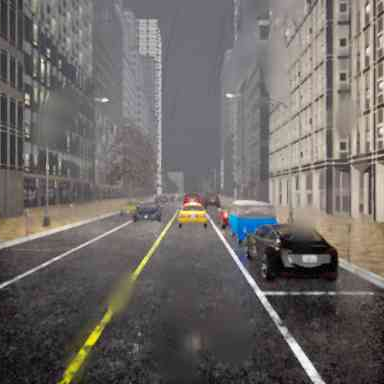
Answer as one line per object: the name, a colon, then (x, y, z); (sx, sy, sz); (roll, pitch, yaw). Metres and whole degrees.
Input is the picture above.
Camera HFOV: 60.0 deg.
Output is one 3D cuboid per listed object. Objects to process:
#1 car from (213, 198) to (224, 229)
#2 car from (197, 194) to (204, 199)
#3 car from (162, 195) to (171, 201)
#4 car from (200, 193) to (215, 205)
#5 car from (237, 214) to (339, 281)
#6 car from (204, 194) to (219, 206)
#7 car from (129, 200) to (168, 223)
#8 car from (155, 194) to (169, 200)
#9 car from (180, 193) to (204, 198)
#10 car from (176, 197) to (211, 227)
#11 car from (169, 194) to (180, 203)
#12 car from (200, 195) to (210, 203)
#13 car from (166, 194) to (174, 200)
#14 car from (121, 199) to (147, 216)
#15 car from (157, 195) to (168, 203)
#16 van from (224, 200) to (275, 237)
car: (2.647, 1.398, 21.019); (1.967, 1.590, 4.097); (0, 0, 0)
car: (2.485, 1.306, 95.017); (1.947, 1.339, 4.313); (0, 0, 0)
car: (-5.858, 1.379, 77.934); (1.802, 1.307, 4.206); (0, 0, 0)
car: (2.573, 1.184, 55.172); (2.192, 1.841, 5.009); (0, 0, 0)
car: (2.671, 1.548, 9.634); (1.947, 1.339, 4.313); (0, 0, 0)
car: (2.598, 1.216, 43.787); (2.192, 1.841, 5.009); (0, 0, 0)
car: (-3.154, 1.512, 24.898); (1.994, 1.385, 4.181); (0, 0, 0)
car: (-5.821, 1.403, 60.858); (2.008, 1.369, 4.403); (0, 0, 0)
car: (0.011, 1.133, 39.999); (2.150, 2.045, 5.566); (0, 0, 0)
car: (0.050, 1.413, 22.526); (1.801, 1.575, 5.366); (0, 0, 0)
car: (-3.155, 1.346, 66.194); (2.128, 1.511, 4.902); (0, 0, 0)
car: (2.547, 1.360, 66.726); (1.752, 1.417, 4.829); (0, 0, 0)
car: (-5.883, 1.309, 89.319); (2.008, 1.369, 4.403); (0, 0, 0)
car: (-5.759, 1.456, 32.226); (1.752, 1.417, 4.829); (0, 0, 0)
car: (-5.834, 1.400, 66.551); (1.947, 1.339, 4.313); (0, 0, 0)
van: (2.659, 1.312, 15.328); (1.690, 1.788, 3.998); (0, 0, 0)
